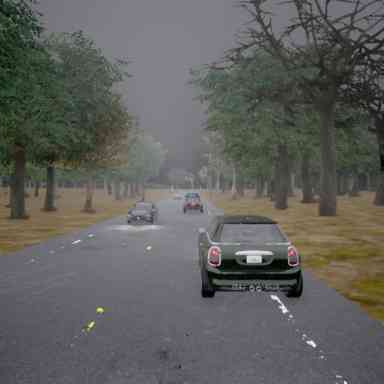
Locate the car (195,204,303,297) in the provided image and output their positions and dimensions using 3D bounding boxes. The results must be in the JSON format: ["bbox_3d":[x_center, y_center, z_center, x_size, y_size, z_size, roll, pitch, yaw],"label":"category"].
[{"bbox_3d":[1.239,1.356,8.726,2.097,1.767,4.553,0,0,0],"label":"car"}]

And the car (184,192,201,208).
[{"bbox_3d":[0.109,1.099,46.849,2.150,2.045,5.566,0,0,1],"label":"car"}]

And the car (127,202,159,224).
[{"bbox_3d":[-3.559,1.503,24.570,1.837,1.490,4.892,0,0,0],"label":"car"}]

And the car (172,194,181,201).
[{"bbox_3d":[-3.373,1.153,74.430,1.812,1.442,4.674,0,0,0],"label":"car"}]

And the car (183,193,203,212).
[{"bbox_3d":[0.141,1.300,37.195,2.097,1.767,4.553,0,0,0],"label":"car"}]
